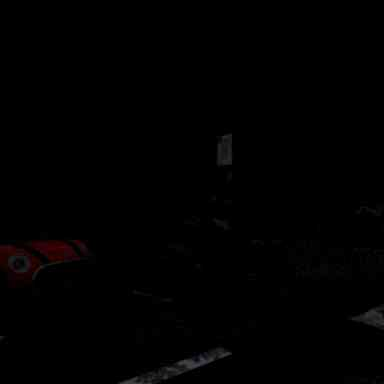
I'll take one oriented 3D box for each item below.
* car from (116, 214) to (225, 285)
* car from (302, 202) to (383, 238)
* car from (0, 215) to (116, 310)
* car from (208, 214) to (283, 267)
[{"bbox_3d":[-1.758,1.486,9.542,4.792,1.488,2.163,-1,-1,35],"label":"car"},{"bbox_3d":[8.018,1.379,16.486,4.892,1.521,2.231,-1,-1,35],"label":"car"},{"bbox_3d":[-4.264,1.353,7.853,4.553,1.767,2.185,-1,-1,35],"label":"car"},{"bbox_3d":[0.670,1.476,11.289,4.674,1.452,2.002,-1,-1,35],"label":"car"}]
